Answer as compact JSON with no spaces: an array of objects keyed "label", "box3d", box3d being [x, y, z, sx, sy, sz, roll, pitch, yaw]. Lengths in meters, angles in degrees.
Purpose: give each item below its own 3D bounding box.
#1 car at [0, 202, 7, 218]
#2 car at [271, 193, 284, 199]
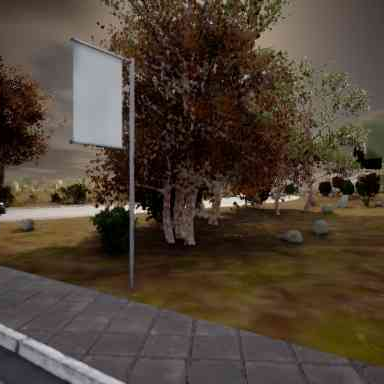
[{"label":"car","box3d":[-17.534,1.124,25.799,2.150,2.045,5.566,0,0,39]},{"label":"car","box3d":[21.475,1.113,84.397,1.812,1.442,4.674,0,0,22]}]
